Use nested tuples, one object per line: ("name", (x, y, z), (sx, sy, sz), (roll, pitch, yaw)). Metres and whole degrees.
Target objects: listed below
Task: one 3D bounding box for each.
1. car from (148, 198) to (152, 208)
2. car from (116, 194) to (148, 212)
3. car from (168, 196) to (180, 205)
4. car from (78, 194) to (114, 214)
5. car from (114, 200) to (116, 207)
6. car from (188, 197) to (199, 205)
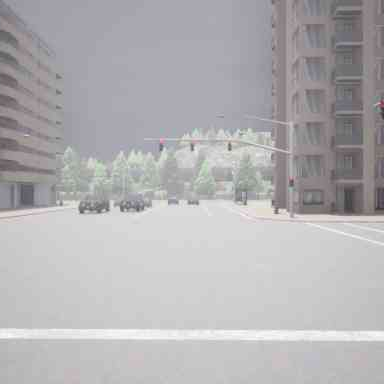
("car", (-6.969, 1.526, 48.986), (1.812, 1.442, 4.674), (0, 0, 0))
("car", (-7.005, 1.221, 39.457), (2.150, 2.045, 5.566), (0, 0, 0))
("car", (-3.363, 1.526, 60.018), (1.812, 1.442, 4.674), (0, 0, 0))
("car", (-10.514, 1.221, 36.253), (2.150, 2.045, 5.566), (0, 0, 0))
("car", (-10.466, 1.526, 49.914), (1.812, 1.442, 4.674), (0, 0, 0))
("car", (0.233, 1.564, 58.360), (1.994, 1.385, 4.181), (0, 0, 0))
